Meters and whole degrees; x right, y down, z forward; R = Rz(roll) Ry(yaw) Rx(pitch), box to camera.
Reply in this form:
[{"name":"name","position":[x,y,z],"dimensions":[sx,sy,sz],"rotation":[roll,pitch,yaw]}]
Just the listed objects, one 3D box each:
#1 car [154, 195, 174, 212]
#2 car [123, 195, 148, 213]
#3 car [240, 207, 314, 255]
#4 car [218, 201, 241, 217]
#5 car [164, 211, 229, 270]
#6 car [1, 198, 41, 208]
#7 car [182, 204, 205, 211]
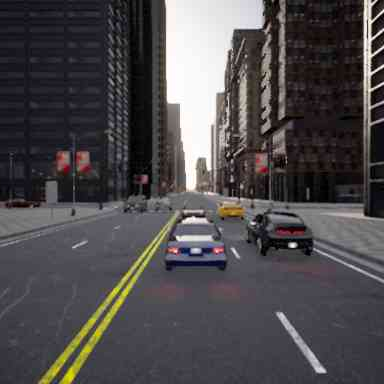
[{"name":"car","position":[-3.247,1.437,38.943],"dimensions":[1.812,1.442,4.674],"rotation":[0,0,0]},{"name":"car","position":[-6.497,1.418,38.914],"dimensions":[2.150,2.045,5.566],"rotation":[0,0,0]},{"name":"car","position":[3.351,1.543,13.483],"dimensions":[1.837,1.490,4.892],"rotation":[0,-1,0]},{"name":"car","position":[3.352,1.561,29.379],"dimensions":[1.882,1.535,5.008],"rotation":[0,0,0]},{"name":"car","position":[0.101,1.580,11.144],"dimensions":[2.033,1.411,5.357],"rotation":[0,0,0]},{"name":"car","position":[-22.777,1.539,45.034],"dimensions":[4.507,1.381,1.887],"rotation":[0,0,0]},{"name":"car","position":[0.101,1.680,27.546],"dimensions":[1.895,1.301,4.718],"rotation":[0,0,0]}]
